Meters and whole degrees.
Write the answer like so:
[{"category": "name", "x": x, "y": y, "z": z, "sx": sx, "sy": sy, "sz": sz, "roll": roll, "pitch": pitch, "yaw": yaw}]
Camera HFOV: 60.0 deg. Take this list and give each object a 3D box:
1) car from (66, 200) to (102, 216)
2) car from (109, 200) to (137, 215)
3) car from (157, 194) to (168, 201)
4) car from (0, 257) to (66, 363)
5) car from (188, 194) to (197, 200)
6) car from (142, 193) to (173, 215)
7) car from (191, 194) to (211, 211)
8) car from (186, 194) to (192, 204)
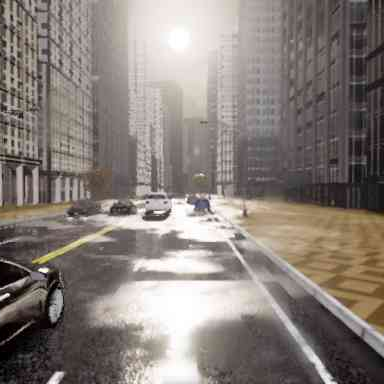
[{"category": "car", "x": -9.835, "y": 1.432, "z": 30.891, "sx": 2.033, "sy": 1.411, "sz": 5.357, "roll": 0, "pitch": 0, "yaw": 0}, {"category": "car", "x": -6.577, "y": 1.444, "z": 31.997, "sx": 1.994, "sy": 1.385, "sz": 4.181, "roll": 0, "pitch": 0, "yaw": 0}, {"category": "car", "x": -6.480, "y": 1.209, "z": 73.163, "sx": 1.994, "sy": 1.385, "sz": 4.181, "roll": 0, "pitch": 0, "yaw": 0}, {"category": "car", "x": -3.147, "y": 1.491, "z": 4.003, "sx": 1.837, "sy": 1.490, "sz": 4.892, "roll": 0, "pitch": 1, "yaw": 0}, {"category": "car", "x": 0.022, "y": 1.084, "z": 75.662, "sx": 1.994, "sy": 1.385, "sz": 4.181, "roll": 0, "pitch": 0, "yaw": 0}, {"category": "car", "x": -3.141, "y": 1.100, "z": 32.128, "sx": 2.150, "sy": 2.045, "sz": 5.566, "roll": 0, "pitch": 0, "yaw": 0}, {"category": "car", "x": 1.148, "y": 1.331, "z": 39.152, "sx": 1.882, "sy": 1.535, "sz": 5.008, "roll": 0, "pitch": 0, "yaw": 0}, {"category": "car", "x": 0.017, "y": 1.306, "z": 58.456, "sx": 1.812, "sy": 1.442, "sz": 4.674, "roll": 0, "pitch": 0, "yaw": 0}]
